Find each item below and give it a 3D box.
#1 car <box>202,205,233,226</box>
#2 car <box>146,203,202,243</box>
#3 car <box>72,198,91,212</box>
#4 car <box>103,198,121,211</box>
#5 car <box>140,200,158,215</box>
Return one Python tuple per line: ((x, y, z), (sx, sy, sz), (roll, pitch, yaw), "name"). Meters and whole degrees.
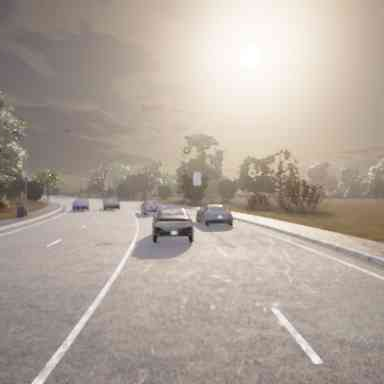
((1.497, 1.568, 23.410), (1.994, 1.385, 4.181), (0, 0, -9), "car")
((-1.031, 1.498, 16.350), (2.128, 1.511, 4.902), (0, 0, -7), "car")
((-13.007, 1.503, 39.199), (1.882, 1.535, 5.008), (0, 0, -16), "car")
((-10.012, 1.502, 41.410), (1.882, 1.535, 5.008), (0, 0, -17), "car")
((-4.281, 1.564, 34.584), (2.033, 1.411, 5.357), (0, 0, -14), "car")
